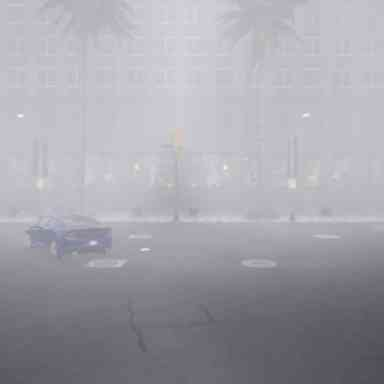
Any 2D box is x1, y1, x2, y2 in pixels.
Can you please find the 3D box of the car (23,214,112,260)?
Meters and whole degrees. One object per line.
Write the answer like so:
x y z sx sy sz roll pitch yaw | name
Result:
-5.006 1.586 13.086 1.882 1.535 5.008 1 -1 -42 | car
